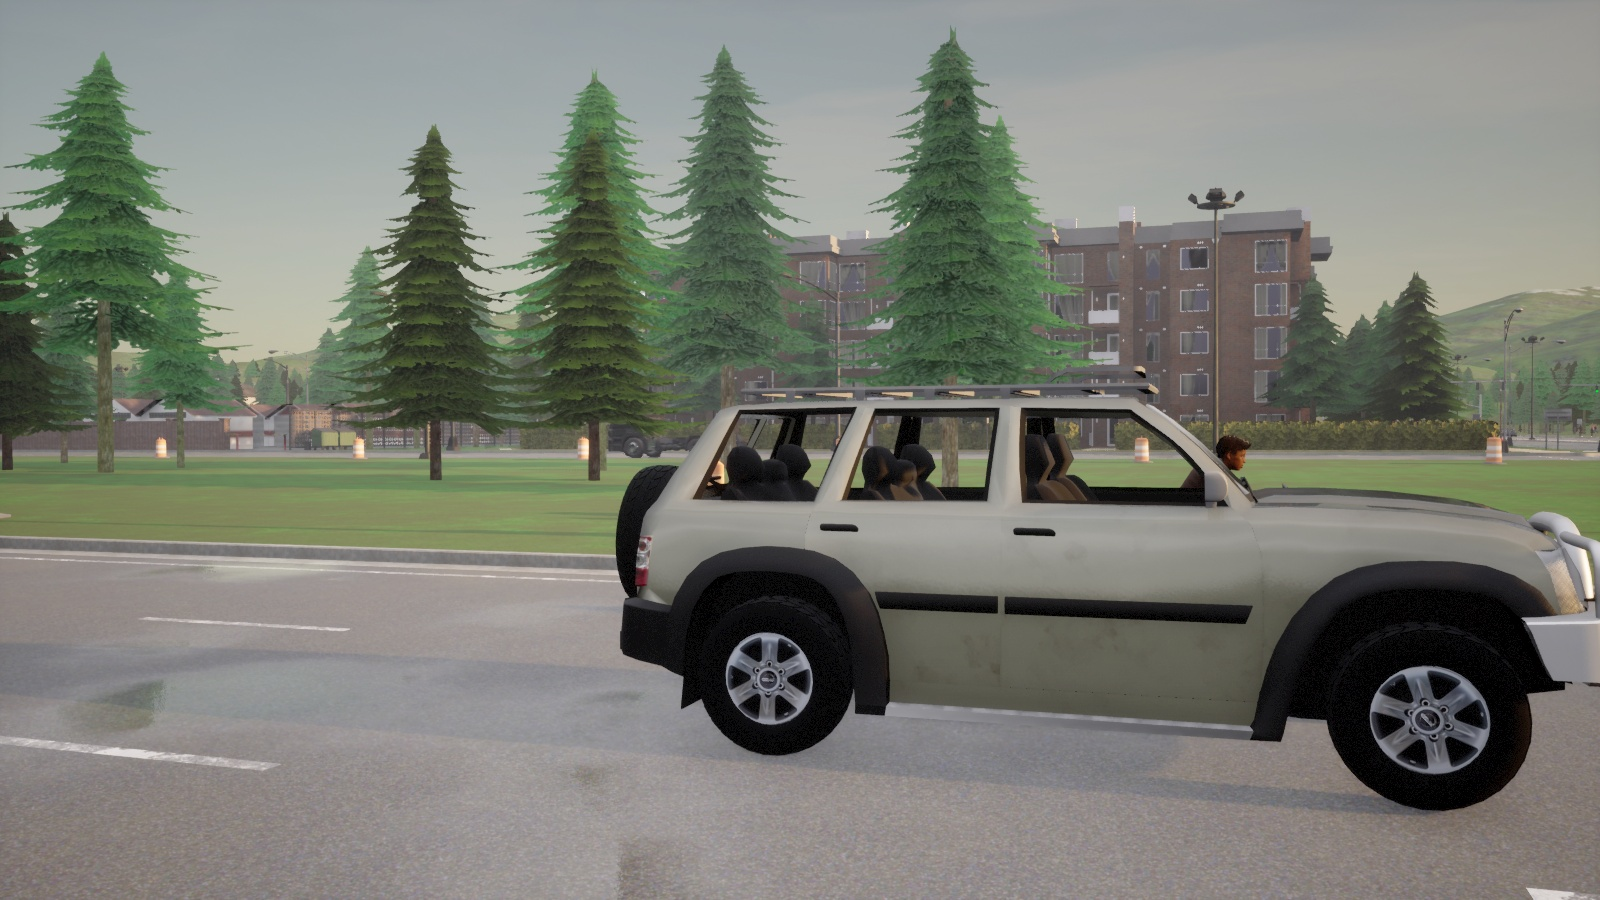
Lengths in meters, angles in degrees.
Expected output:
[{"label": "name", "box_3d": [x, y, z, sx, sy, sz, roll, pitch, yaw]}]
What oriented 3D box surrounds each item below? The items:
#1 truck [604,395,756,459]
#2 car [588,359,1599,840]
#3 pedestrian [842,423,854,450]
[{"label": "truck", "box_3d": [-6.718, -1.307, 70.325, 7.936, 3.462, 2.891, 1, 1, 19]}, {"label": "car", "box_3d": [1.444, 0.546, 6.396, 4.605, 1.855, 1.932, 1, 1, 18]}, {"label": "pedestrian", "box_3d": [3.310, -0.909, 85.981, 0.726, 1.835, 0.370, 1, 1, 20]}]
